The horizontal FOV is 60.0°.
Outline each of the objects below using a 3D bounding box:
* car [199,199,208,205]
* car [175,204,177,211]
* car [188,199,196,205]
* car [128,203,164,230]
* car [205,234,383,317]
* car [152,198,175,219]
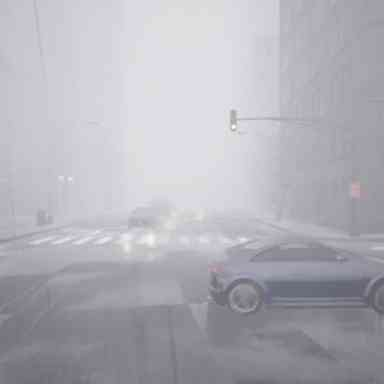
[{"bbox_3d":[3.292,2.754,90.055,1.812,1.442,4.674,0,-1,0],"label":"car"},{"bbox_3d":[-3.304,2.170,49.079,1.812,1.442,4.674,0,-1,0],"label":"car"},{"bbox_3d":[0.043,2.754,90.057,1.812,1.442,4.674,0,-1,0],"label":"car"},{"bbox_3d":[-3.334,1.790,23.901,1.882,1.535,5.008,0,-1,0],"label":"car"},{"bbox_3d":[2.358,1.609,7.016,4.181,1.385,1.994,-1,0,0],"label":"car"},{"bbox_3d":[-3.340,1.686,35.494,2.150,2.045,5.566,0,-1,0],"label":"car"}]
